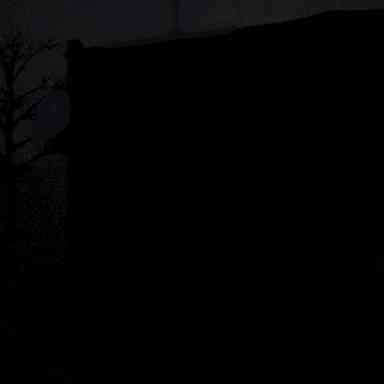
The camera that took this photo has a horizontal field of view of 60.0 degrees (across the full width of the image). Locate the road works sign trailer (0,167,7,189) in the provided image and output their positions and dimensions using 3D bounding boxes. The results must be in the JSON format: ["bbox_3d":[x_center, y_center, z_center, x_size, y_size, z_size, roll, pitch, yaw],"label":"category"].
[{"bbox_3d":[-12.374,-1.021,18.317,3.560,2.880,2.380,18,26,-25],"label":"road works sign trailer"}]
